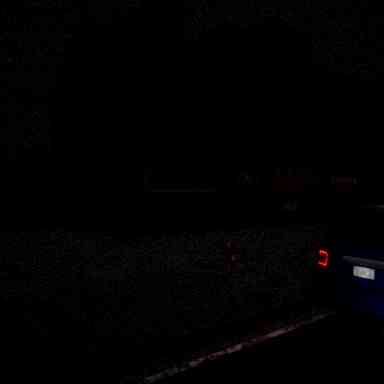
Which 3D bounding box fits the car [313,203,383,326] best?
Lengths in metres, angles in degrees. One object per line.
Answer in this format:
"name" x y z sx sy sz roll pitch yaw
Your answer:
"car" 4.596 1.224 6.228 5.566 2.045 2.150 0 0 -36
